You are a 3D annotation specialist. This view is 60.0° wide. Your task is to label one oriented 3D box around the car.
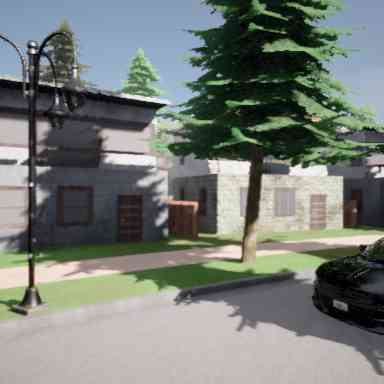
[{"bbox_3d":[4.496,1.470,6.249,5.008,1.535,1.882,0,0,-27],"label":"car"}]
